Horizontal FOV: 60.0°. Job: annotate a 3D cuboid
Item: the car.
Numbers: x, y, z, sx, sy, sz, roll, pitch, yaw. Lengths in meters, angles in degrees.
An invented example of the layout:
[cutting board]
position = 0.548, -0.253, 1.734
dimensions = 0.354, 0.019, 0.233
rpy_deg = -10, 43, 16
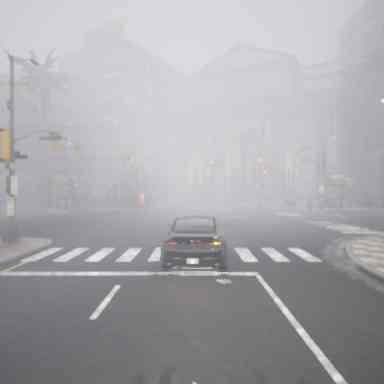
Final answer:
[car]
position = 0.159, 1.477, 10.800
dimensions = 1.837, 1.490, 4.892
rpy_deg = 0, 0, 3
